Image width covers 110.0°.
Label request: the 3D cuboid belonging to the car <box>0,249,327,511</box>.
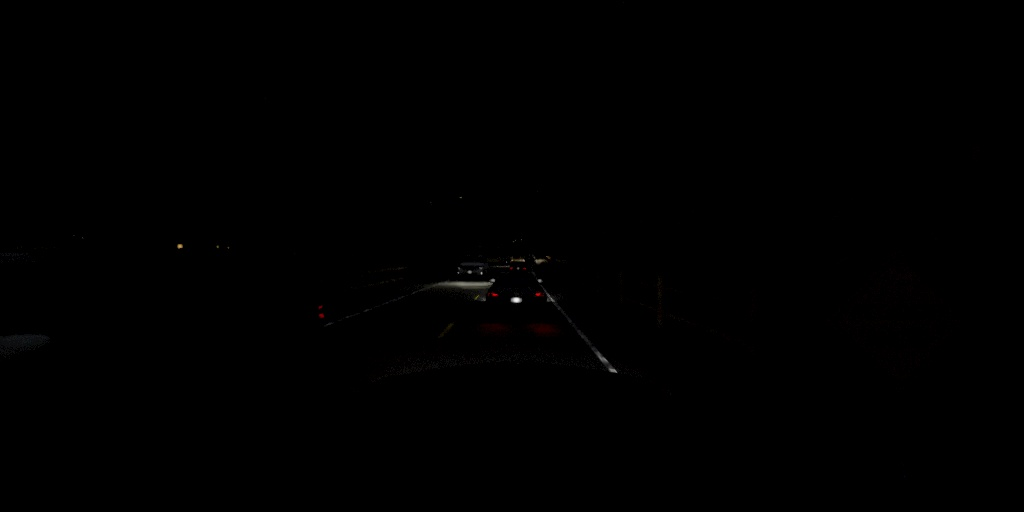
[{"bbox_3d":[-3.606,0.956,2.626,2.150,2.045,5.566,0,0,0],"label":"car"}]

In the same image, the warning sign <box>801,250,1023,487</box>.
[{"bbox_3d":[3.548,0.877,3.317,1.300,1.860,1.060,0,0,0],"label":"warning sign"}]

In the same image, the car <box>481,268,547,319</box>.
[{"bbox_3d":[0.149,1.290,12.781,1.994,1.385,4.181,0,0,1],"label":"car"}]

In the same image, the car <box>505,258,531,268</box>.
[{"bbox_3d":[0.654,1.211,36.710,2.033,1.411,5.357,0,0,2],"label":"car"}]

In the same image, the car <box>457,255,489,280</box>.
[{"bbox_3d":[-3.157,0.893,30.255,2.150,2.045,5.566,0,0,2],"label":"car"}]
